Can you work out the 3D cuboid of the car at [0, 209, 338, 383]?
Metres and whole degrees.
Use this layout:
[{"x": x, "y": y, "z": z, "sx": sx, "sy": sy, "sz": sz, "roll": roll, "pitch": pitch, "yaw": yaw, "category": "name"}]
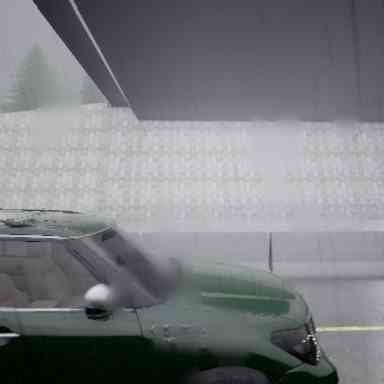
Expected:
[{"x": -1.526, "y": 1.221, "z": 3.389, "sx": 5.566, "sy": 2.045, "sz": 2.150, "roll": 0, "pitch": 0, "yaw": -3, "category": "car"}]
